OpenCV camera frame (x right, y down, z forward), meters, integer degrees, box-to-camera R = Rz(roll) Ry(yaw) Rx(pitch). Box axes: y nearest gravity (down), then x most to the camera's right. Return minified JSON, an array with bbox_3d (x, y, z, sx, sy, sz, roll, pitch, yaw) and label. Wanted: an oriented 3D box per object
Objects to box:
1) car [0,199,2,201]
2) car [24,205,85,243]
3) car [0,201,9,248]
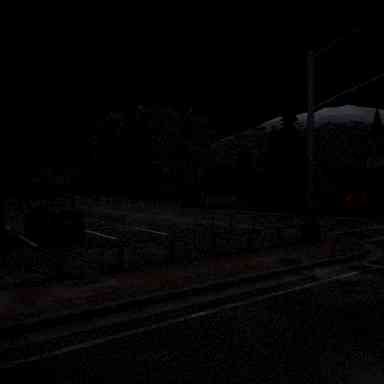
[{"bbox_3d":[-21.607,1.374,36.413,1.845,1.501,3.633,0,0,-36],"label":"car"},{"bbox_3d":[-6.367,1.340,15.306,2.007,1.523,4.514,0,0,-36],"label":"car"},{"bbox_3d":[-8.880,1.331,13.428,2.152,1.636,5.027,0,0,-36],"label":"car"}]
